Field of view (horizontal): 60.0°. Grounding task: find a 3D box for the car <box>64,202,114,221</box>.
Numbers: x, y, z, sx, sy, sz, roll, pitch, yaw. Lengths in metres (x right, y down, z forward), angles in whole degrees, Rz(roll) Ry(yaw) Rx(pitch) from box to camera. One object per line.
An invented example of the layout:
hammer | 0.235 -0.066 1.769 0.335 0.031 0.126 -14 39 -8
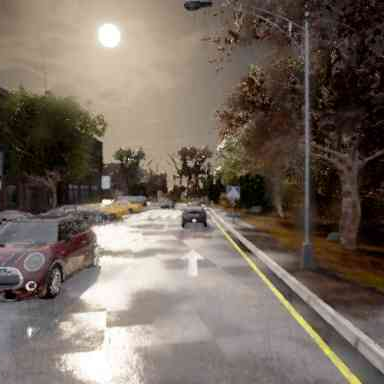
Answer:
car | -9.081 1.756 26.674 4.892 1.521 2.231 -1 -1 -20

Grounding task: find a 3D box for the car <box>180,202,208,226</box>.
car | 0.173 1.763 25.611 1.837 1.490 4.892 0 -1 0

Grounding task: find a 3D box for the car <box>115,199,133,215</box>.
car | -8.875 1.815 32.739 5.366 1.575 1.946 -1 -1 -20

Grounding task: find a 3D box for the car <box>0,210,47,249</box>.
car | -9.117 1.656 14.682 4.792 1.488 2.163 -1 -1 -20

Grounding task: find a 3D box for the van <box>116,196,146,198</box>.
van | -9.160 1.677 47.641 4.442 1.987 1.878 -1 0 -20

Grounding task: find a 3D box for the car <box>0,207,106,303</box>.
car | -3.975 1.433 8.630 2.097 1.767 4.553 0 -1 0

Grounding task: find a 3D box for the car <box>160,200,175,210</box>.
car | -3.736 1.973 51.416 1.994 1.385 4.181 0 0 1

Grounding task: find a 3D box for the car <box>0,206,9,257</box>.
car | -9.200 1.471 11.665 4.553 1.767 2.185 -1 -1 -20

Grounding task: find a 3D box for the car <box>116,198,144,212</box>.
car | -9.204 1.907 41.626 5.366 1.575 1.946 -1 0 -20

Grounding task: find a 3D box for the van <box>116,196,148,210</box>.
van | -9.170 1.670 50.642 4.442 1.987 1.878 -1 0 -20

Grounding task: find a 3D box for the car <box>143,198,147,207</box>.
car | -9.045 1.909 44.693 5.008 1.535 2.097 -1 0 -20

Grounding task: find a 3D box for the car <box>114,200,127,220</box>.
car | -8.885 1.782 29.738 5.366 1.575 1.946 -1 -1 -20
